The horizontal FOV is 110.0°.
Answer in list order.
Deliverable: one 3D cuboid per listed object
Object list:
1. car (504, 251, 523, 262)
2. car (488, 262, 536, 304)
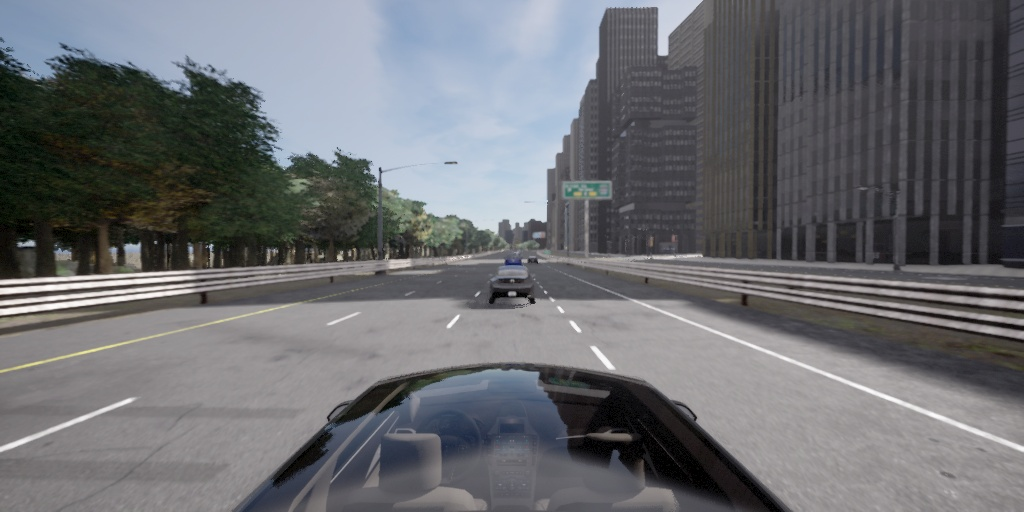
[{"bbox_3d":[0.177,0.706,44.969,2.150,2.045,5.566,0,0,1],"label":"car"},{"bbox_3d":[0.016,1.184,15.937,1.837,1.490,4.892,0,0,0],"label":"car"}]
